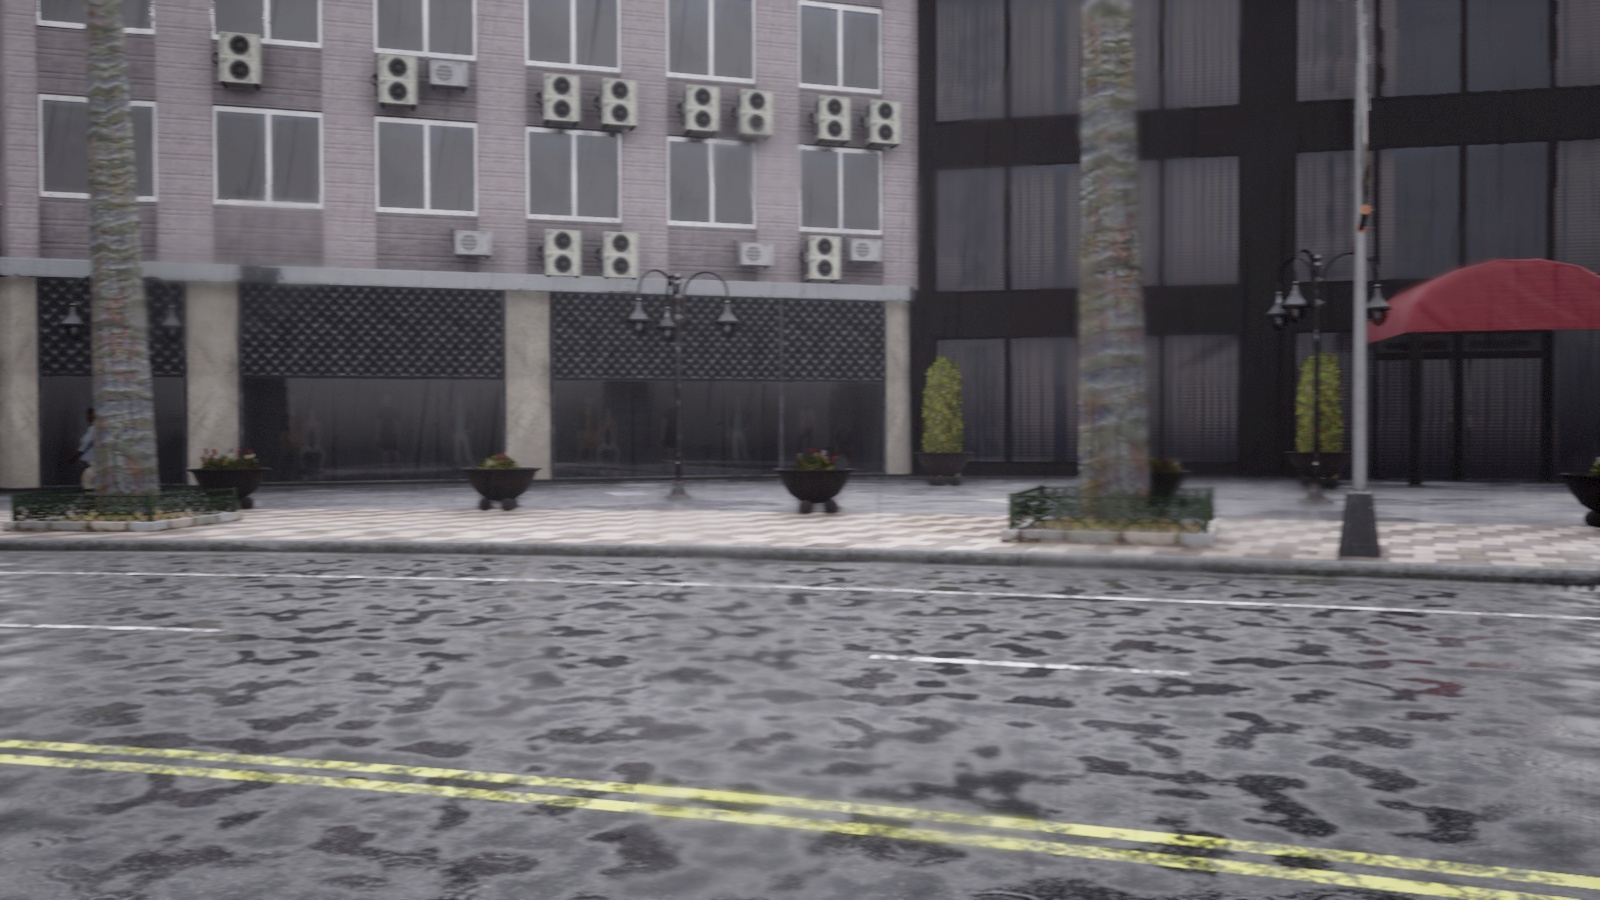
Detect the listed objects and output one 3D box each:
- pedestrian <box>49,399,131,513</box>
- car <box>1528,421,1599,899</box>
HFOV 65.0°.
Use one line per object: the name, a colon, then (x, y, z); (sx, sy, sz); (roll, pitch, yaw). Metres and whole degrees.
pedestrian: (-11.769, 0.088, 20.842); (0.900, 1.855, 0.874); (0, 1, -7)
car: (4.143, 0.752, 1.608); (5.366, 1.575, 1.801); (1, 1, 23)
